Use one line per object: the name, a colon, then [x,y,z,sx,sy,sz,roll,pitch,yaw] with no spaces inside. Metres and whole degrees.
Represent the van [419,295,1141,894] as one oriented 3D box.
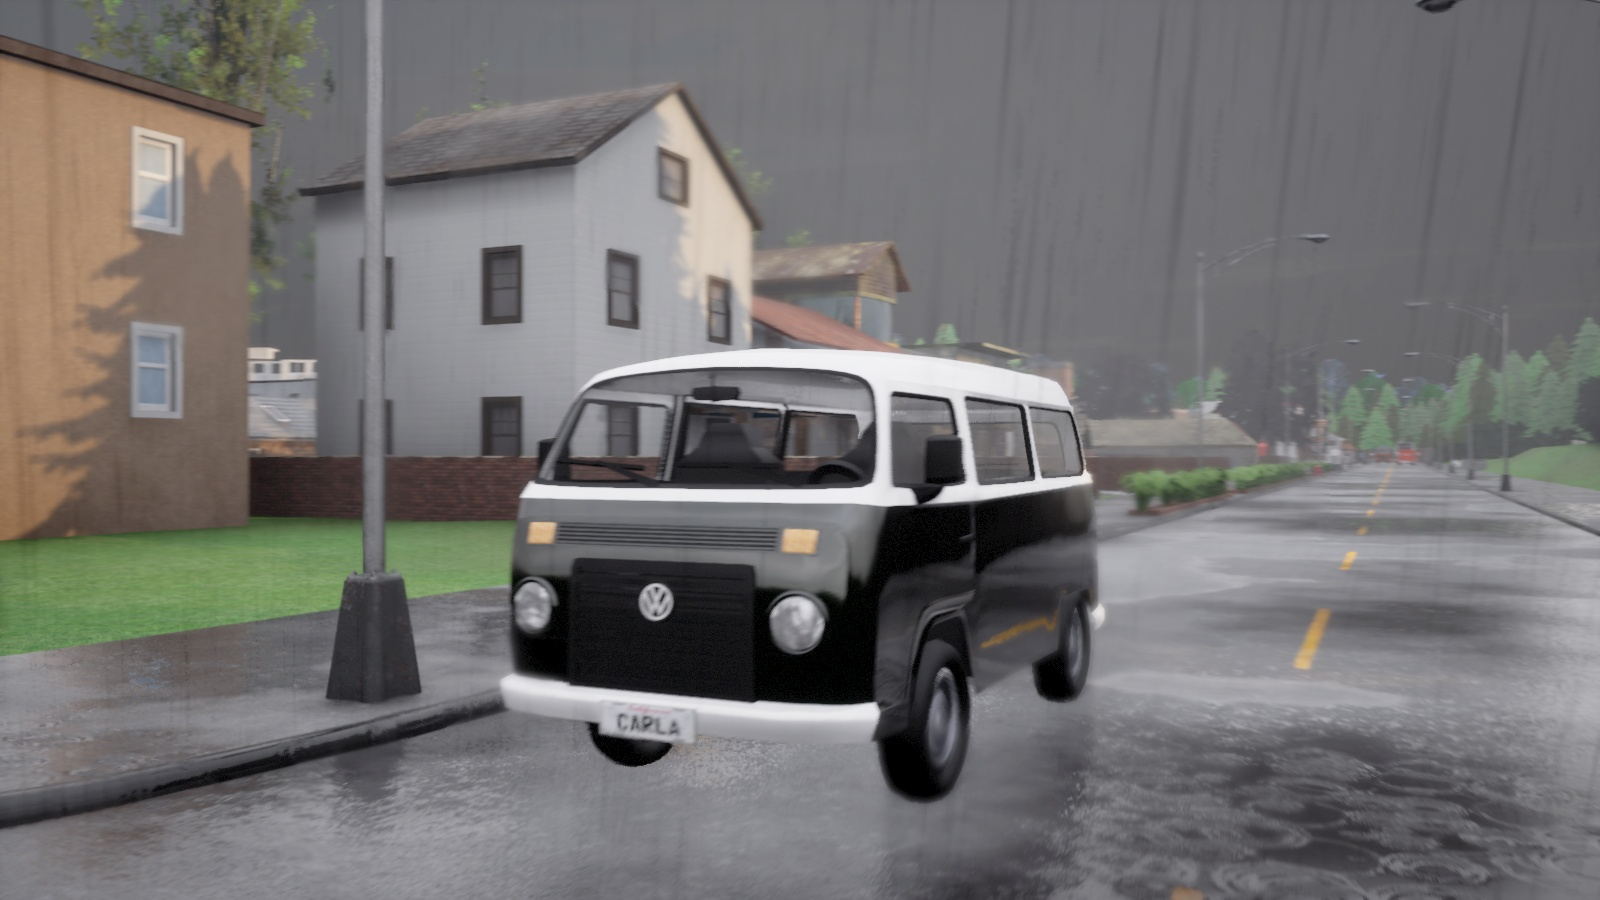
van: [0.340,0.502,6.741,2.069,2.038,4.480,0,0,26]
